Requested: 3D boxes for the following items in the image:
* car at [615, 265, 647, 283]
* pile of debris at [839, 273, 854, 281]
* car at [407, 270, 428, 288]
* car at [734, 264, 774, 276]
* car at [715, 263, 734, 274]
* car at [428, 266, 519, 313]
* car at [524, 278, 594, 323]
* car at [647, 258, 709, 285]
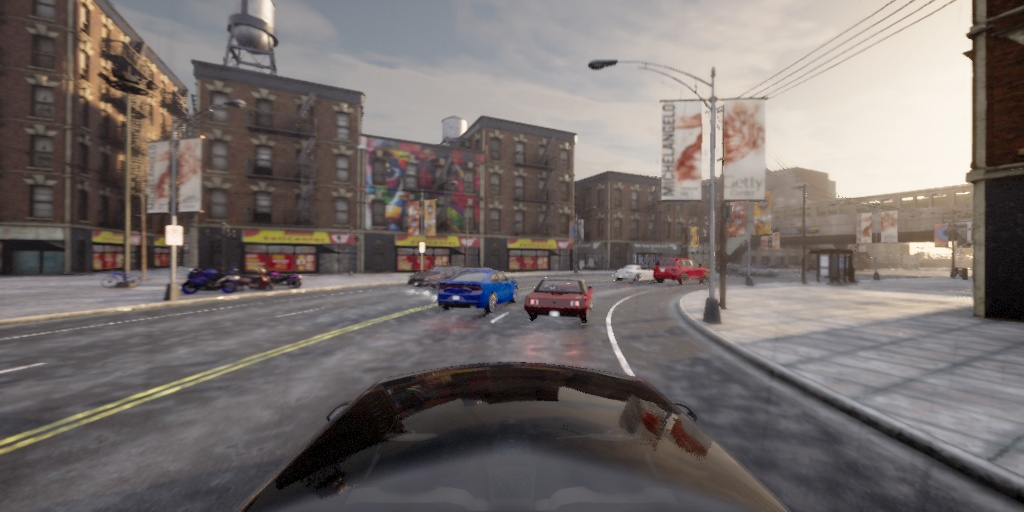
[{"bbox_3d":[10.841,1.512,31.171,4.674,1.442,1.812,1,-1,-38],"label":"car"},{"bbox_3d":[40.193,2.465,42.245,1.860,0.140,1.500,0,0,-25],"label":"pile of debris"},{"bbox_3d":[-4.601,1.369,24.414,2.033,1.411,5.357,0,0,29],"label":"car"},{"bbox_3d":[31.153,1.831,45.815,4.718,1.301,1.895,1,0,-25],"label":"car"},{"bbox_3d":[29.212,1.735,48.758,4.892,1.490,1.837,1,-1,-25],"label":"car"},{"bbox_3d":[-1.160,1.280,14.453,1.882,1.535,5.008,0,0,17],"label":"car"},{"bbox_3d":[1.846,1.420,12.658,1.895,1.301,4.718,0,0,15],"label":"car"},{"bbox_3d":[13.770,1.222,29.139,5.566,2.045,2.150,1,-1,-36],"label":"car"}]
